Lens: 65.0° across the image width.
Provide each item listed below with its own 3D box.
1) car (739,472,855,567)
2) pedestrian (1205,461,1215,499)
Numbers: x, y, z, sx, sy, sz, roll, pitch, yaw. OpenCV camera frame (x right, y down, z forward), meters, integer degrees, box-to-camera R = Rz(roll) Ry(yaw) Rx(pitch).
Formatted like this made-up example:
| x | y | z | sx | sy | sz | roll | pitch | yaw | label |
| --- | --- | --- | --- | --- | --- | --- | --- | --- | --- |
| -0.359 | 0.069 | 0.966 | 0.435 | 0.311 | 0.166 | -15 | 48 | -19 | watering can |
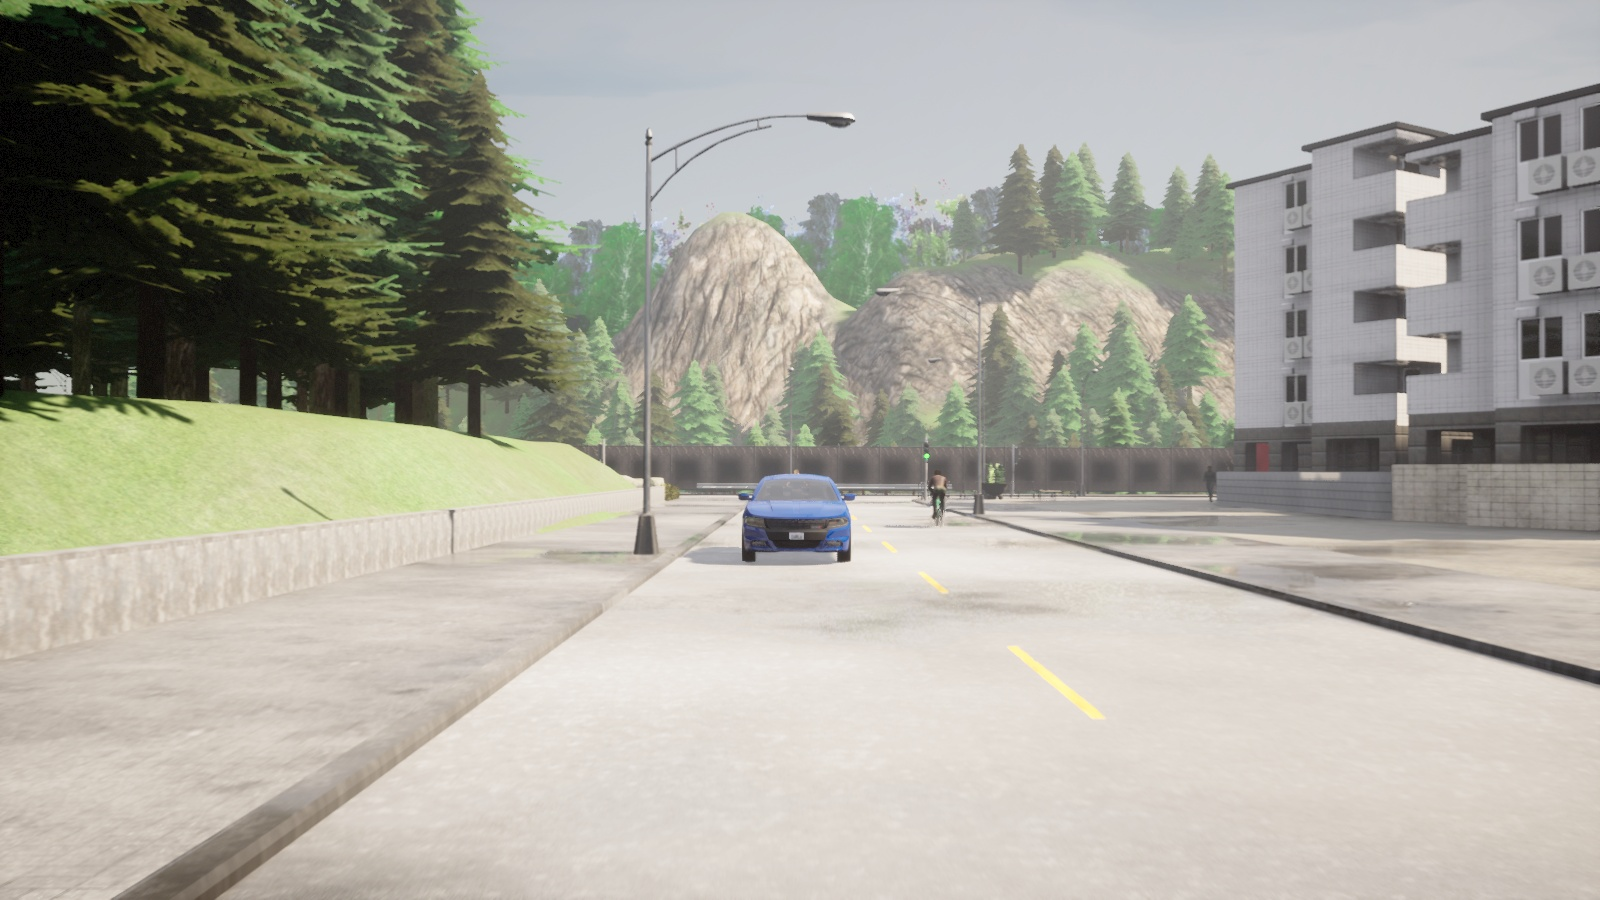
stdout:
| x | y | z | sx | sy | sz | roll | pitch | yaw | label |
| --- | --- | --- | --- | --- | --- | --- | --- | --- | --- |
| -0.053 | 1.178 | 23.050 | 1.882 | 1.535 | 5.008 | 0 | -1 | 0 | car |
| 19.986 | 1.469 | 61.211 | 0.353 | 1.847 | 0.614 | -1 | -1 | 27 | pedestrian |
